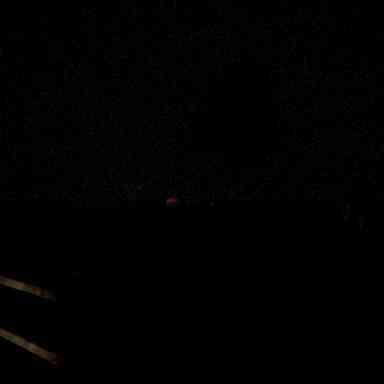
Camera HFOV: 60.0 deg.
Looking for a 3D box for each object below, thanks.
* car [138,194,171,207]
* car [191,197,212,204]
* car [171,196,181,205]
[{"bbox_3d":[-6.336,1.301,53.027,2.150,2.045,5.566,-3,-2,36],"label":"car"},{"bbox_3d":[1.948,1.639,64.606,2.033,1.411,5.357,-3,-2,36],"label":"car"},{"bbox_3d":[-4.065,1.555,60.960,2.097,1.767,4.553,-3,-2,36],"label":"car"}]
